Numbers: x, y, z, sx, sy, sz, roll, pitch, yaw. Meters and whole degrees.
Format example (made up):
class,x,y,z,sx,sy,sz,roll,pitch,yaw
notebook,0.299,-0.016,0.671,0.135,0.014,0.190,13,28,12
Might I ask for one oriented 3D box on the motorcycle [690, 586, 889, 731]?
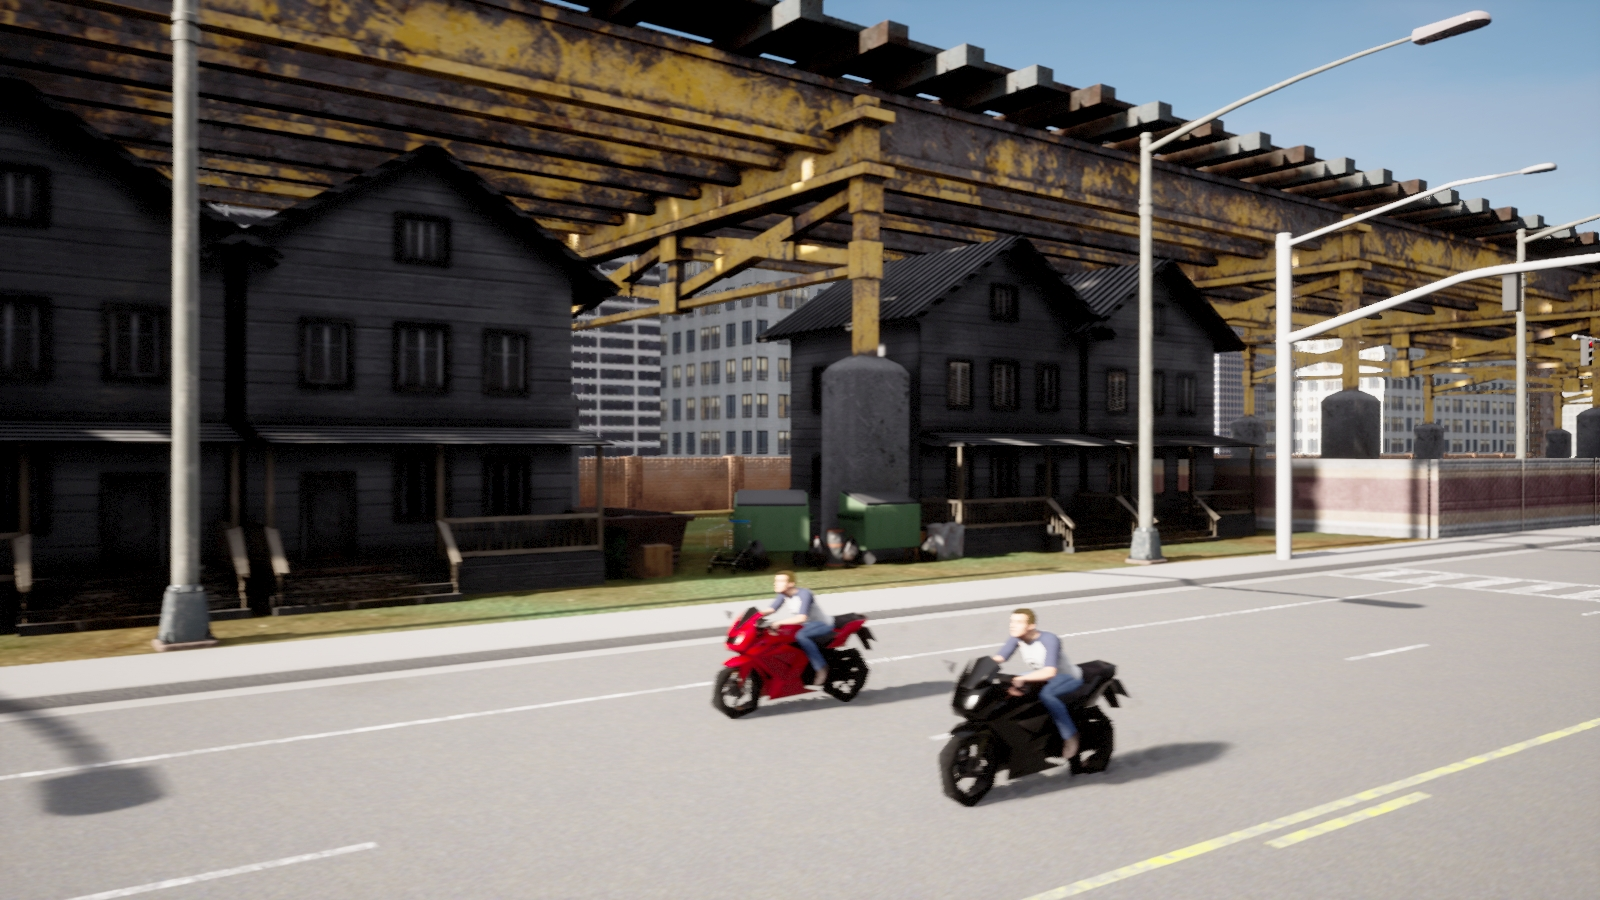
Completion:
class,x,y,z,sx,sy,sz,roll,pitch,yaw
motorcycle,-0.090,2.173,12.235,2.033,1.224,0.803,0,0,-35

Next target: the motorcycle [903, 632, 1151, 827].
class,x,y,z,sx,sy,sz,roll,pitch,yaw
motorcycle,1.883,2.213,9.346,2.033,1.145,0.803,0,0,-35
